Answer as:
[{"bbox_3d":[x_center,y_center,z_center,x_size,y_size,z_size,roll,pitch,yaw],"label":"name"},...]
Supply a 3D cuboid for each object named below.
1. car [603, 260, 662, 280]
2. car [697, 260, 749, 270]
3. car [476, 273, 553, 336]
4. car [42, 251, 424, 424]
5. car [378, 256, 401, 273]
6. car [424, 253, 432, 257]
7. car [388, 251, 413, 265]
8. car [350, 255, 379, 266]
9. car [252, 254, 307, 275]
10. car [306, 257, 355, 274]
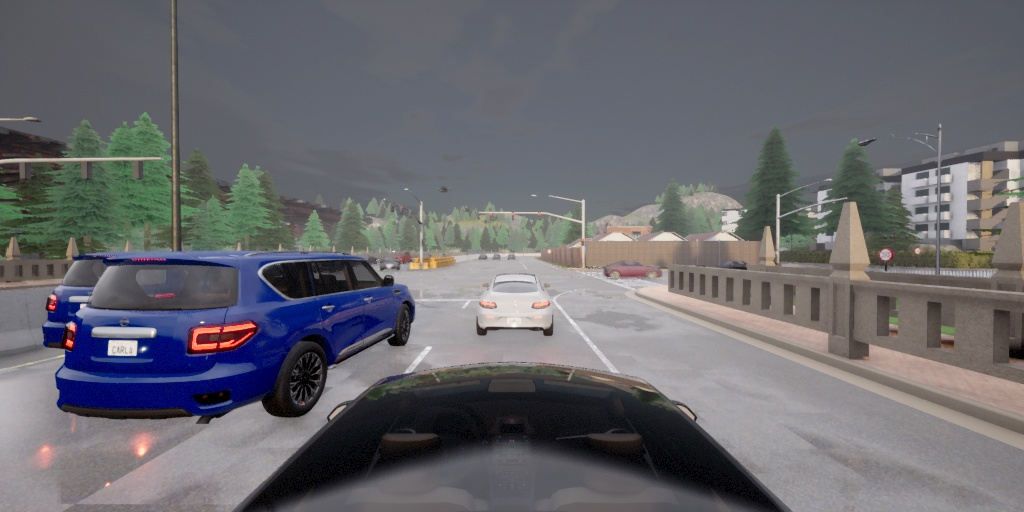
[{"bbox_3d":[8.945,1.018,26.830,4.181,1.385,1.994,0,1,4],"label":"car"},{"bbox_3d":[18.037,1.014,29.982,4.718,1.301,1.895,0,1,2],"label":"car"},{"bbox_3d":[0.110,1.195,9.993,1.812,1.442,4.674,0,1,2],"label":"car"},{"bbox_3d":[-3.487,0.934,6.073,2.150,2.045,5.566,0,1,4],"label":"car"},{"bbox_3d":[-12.740,0.813,37.203,2.128,1.511,4.902,-1,1,-19],"label":"car"},{"bbox_3d":[-14.144,0.593,58.554,2.033,1.411,5.357,0,1,0],"label":"car"},{"bbox_3d":[-17.644,0.288,57.079,2.150,2.045,5.566,0,0,0],"label":"car"},{"bbox_3d":[-21.146,0.626,51.616,2.128,1.511,4.902,0,1,0],"label":"car"},{"bbox_3d":[-21.132,0.728,32.911,2.097,1.767,4.553,0,1,0],"label":"car"},{"bbox_3d":[-17.636,0.894,35.174,2.033,1.411,5.357,0,1,0],"label":"car"}]
